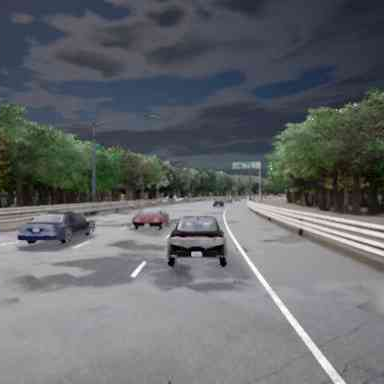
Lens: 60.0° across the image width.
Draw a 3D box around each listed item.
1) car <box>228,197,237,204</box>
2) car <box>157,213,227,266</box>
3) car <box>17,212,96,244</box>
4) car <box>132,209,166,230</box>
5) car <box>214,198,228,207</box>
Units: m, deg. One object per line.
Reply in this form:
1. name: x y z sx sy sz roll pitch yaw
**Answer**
1. car: 9.708 2.247 86.818 2.128 1.511 4.902 0 0 13
2. car: 0.218 1.600 12.036 2.128 1.511 4.902 0 -1 2
3. car: -6.509 1.685 16.607 2.033 1.411 5.357 0 -1 2
4. car: -2.680 1.800 22.869 1.895 1.301 4.718 0 -1 3
5. car: 5.267 2.052 63.765 1.837 1.490 4.892 0 0 9
